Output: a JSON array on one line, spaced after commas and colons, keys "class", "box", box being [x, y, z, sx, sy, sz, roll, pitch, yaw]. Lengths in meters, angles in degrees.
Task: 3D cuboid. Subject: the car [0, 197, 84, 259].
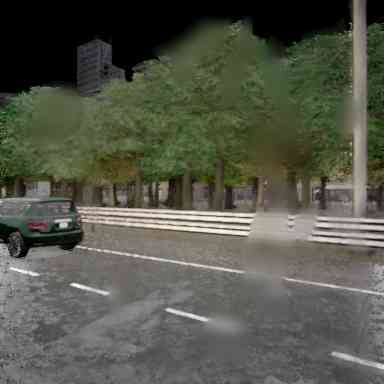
[{"class": "car", "box": [-6.536, 1.225, 12.826, 5.566, 2.045, 2.150, 0, 0, 35]}]
